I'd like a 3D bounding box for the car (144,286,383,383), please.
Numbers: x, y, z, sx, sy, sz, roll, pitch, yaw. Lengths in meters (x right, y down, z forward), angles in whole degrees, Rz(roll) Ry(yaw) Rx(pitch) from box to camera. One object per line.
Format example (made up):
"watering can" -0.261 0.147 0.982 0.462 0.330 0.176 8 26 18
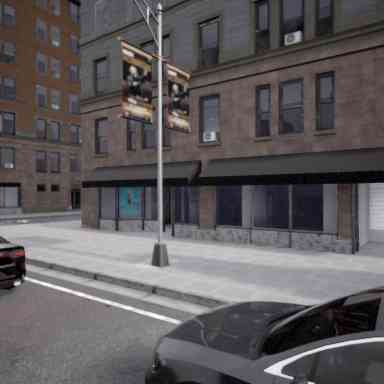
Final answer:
"car" 1.805 1.505 2.400 4.892 1.490 1.837 0 0 35

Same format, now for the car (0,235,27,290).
"car" -5.929 1.476 7.890 5.008 1.535 1.882 0 0 35
